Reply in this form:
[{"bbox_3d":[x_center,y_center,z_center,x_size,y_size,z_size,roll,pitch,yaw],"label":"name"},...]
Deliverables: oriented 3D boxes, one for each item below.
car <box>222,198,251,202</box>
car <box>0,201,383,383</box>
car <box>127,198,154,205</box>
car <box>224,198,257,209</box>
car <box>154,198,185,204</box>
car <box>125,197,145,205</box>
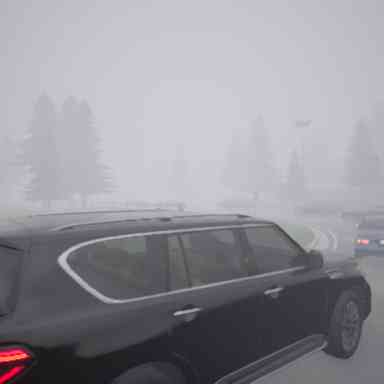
[{"bbox_3d":[5.364,1.572,45.950,2.097,1.767,4.553,0,0,-38],"label":"car"},{"bbox_3d":[0.126,1.246,4.226,5.566,2.045,2.150,0,0,-39],"label":"car"},{"bbox_3d":[-8.385,1.851,52.264,1.812,1.442,4.674,0,0,-38],"label":"car"},{"bbox_3d":[7.135,1.707,49.379,1.882,1.535,5.008,0,0,-38],"label":"car"},{"bbox_3d":[-3.125,1.839,51.190,2.033,1.411,5.357,0,0,-38],"label":"car"},{"bbox_3d":[-11.744,1.904,68.023,1.882,1.535,5.008,0,0,-38],"label":"car"}]
